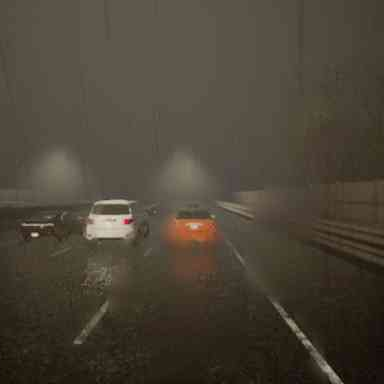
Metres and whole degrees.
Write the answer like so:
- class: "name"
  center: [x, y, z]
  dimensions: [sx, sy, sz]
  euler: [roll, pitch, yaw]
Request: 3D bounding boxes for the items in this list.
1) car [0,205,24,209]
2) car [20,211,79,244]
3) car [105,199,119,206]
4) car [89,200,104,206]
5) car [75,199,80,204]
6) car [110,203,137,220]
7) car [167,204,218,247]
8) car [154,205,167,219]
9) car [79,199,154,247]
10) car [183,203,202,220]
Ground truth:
- class: "car"
  center: [-17.604, 1.932, 32.134]
  dimensions: [2.033, 1.411, 5.357]
  euler: [0, -1, 0]
- class: "car"
  center: [-6.906, 1.694, 17.063]
  dimensions: [2.128, 1.511, 4.902]
  euler: [0, -1, 0]
- class: "car"
  center: [-17.513, 2.378, 73.124]
  dimensions: [1.812, 1.442, 4.674]
  euler: [0, -1, 0]
- class: "car"
  center: [-21.013, 2.449, 73.093]
  dimensions: [1.895, 1.301, 4.718]
  euler: [0, -1, 0]
- class: "car"
  center: [-24.513, 2.227, 74.157]
  dimensions: [1.882, 1.535, 5.008]
  euler: [0, -1, 0]
- class: "car"
  center: [-6.908, 1.934, 34.073]
  dimensions: [1.812, 1.442, 4.674]
  euler: [0, -1, 0]
- class: "car"
  center: [0.092, 1.543, 16.253]
  dimensions: [2.097, 1.767, 4.553]
  euler: [0, -1, 0]
- class: "car"
  center: [-3.409, 1.966, 33.489]
  dimensions: [1.994, 1.385, 4.181]
  euler: [0, -1, 0]
- class: "car"
  center: [-3.406, 1.415, 16.284]
  dimensions: [2.150, 2.045, 5.566]
  euler: [0, 0, 0]
- class: "car"
  center: [0.092, 1.933, 33.930]
  dimensions: [1.812, 1.442, 4.674]
  euler: [0, -1, 0]
